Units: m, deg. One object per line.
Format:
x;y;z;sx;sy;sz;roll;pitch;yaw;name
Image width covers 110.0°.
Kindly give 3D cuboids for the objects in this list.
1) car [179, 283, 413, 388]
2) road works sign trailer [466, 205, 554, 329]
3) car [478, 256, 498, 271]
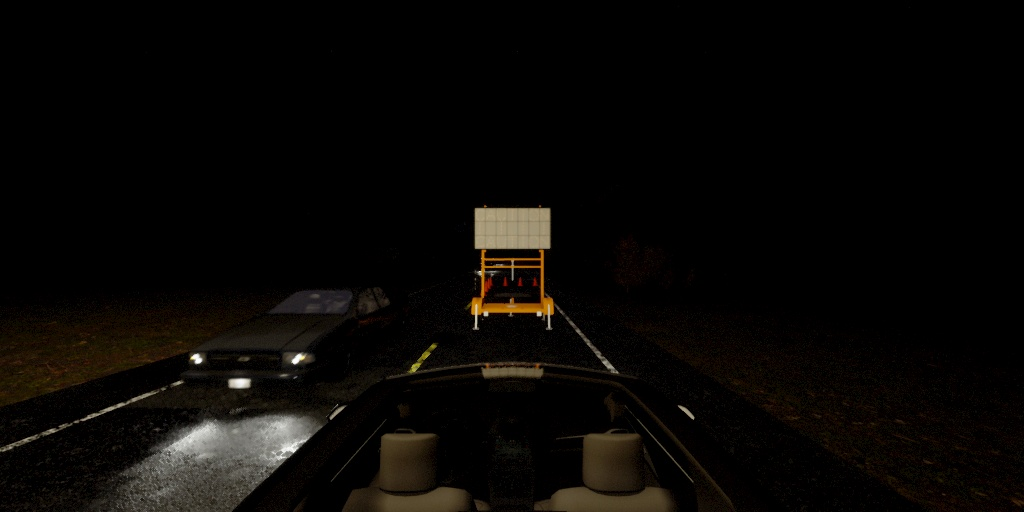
-3.587;1.297;7.406;2.033;1.411;5.357;0;0;0;car
0.019;0.215;11.173;2.380;3.560;2.880;0;0;0;road works sign trailer
-3.497;0.999;50.489;2.150;2.045;5.566;0;0;0;car
